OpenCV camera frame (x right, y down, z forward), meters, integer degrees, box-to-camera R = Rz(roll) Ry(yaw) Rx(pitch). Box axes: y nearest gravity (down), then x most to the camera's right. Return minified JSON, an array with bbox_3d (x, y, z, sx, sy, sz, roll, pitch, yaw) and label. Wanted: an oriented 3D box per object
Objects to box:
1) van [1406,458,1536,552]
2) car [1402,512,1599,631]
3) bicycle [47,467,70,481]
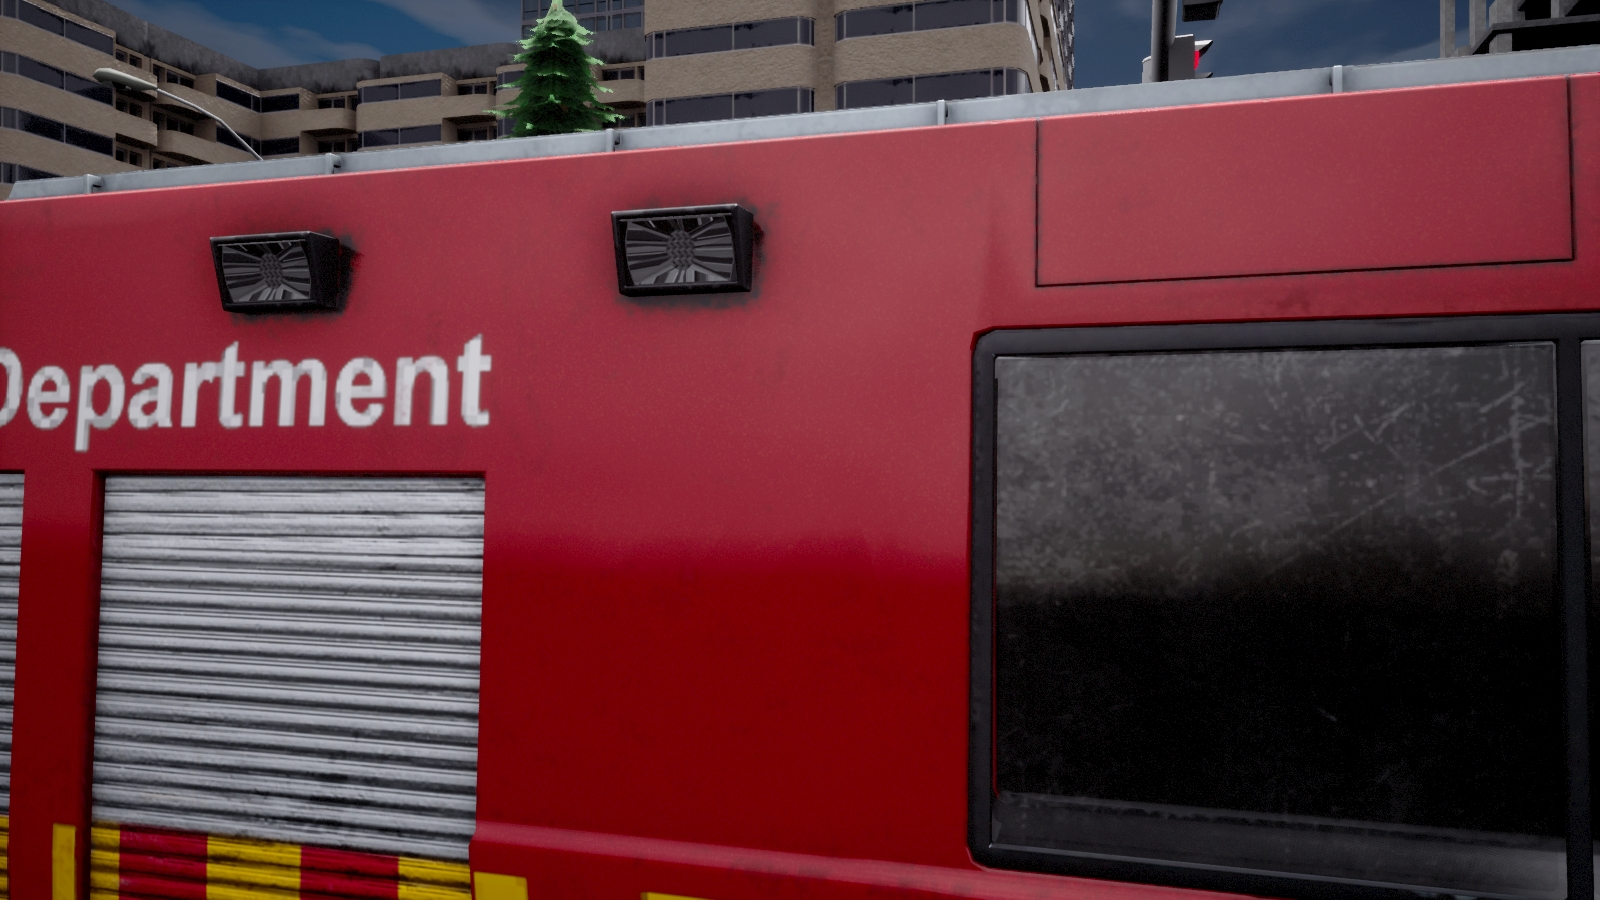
[{"bbox_3d":[20.181,1.534,34.660,1.988,2.561,5.915,0,0,16],"label":"van"},{"bbox_3d":[12.454,2.036,20.387,2.038,1.542,4.974,0,0,16],"label":"car"},{"bbox_3d":[-65.142,2.102,100.377,1.487,1.276,0.859,0,0,15],"label":"bicycle"}]
